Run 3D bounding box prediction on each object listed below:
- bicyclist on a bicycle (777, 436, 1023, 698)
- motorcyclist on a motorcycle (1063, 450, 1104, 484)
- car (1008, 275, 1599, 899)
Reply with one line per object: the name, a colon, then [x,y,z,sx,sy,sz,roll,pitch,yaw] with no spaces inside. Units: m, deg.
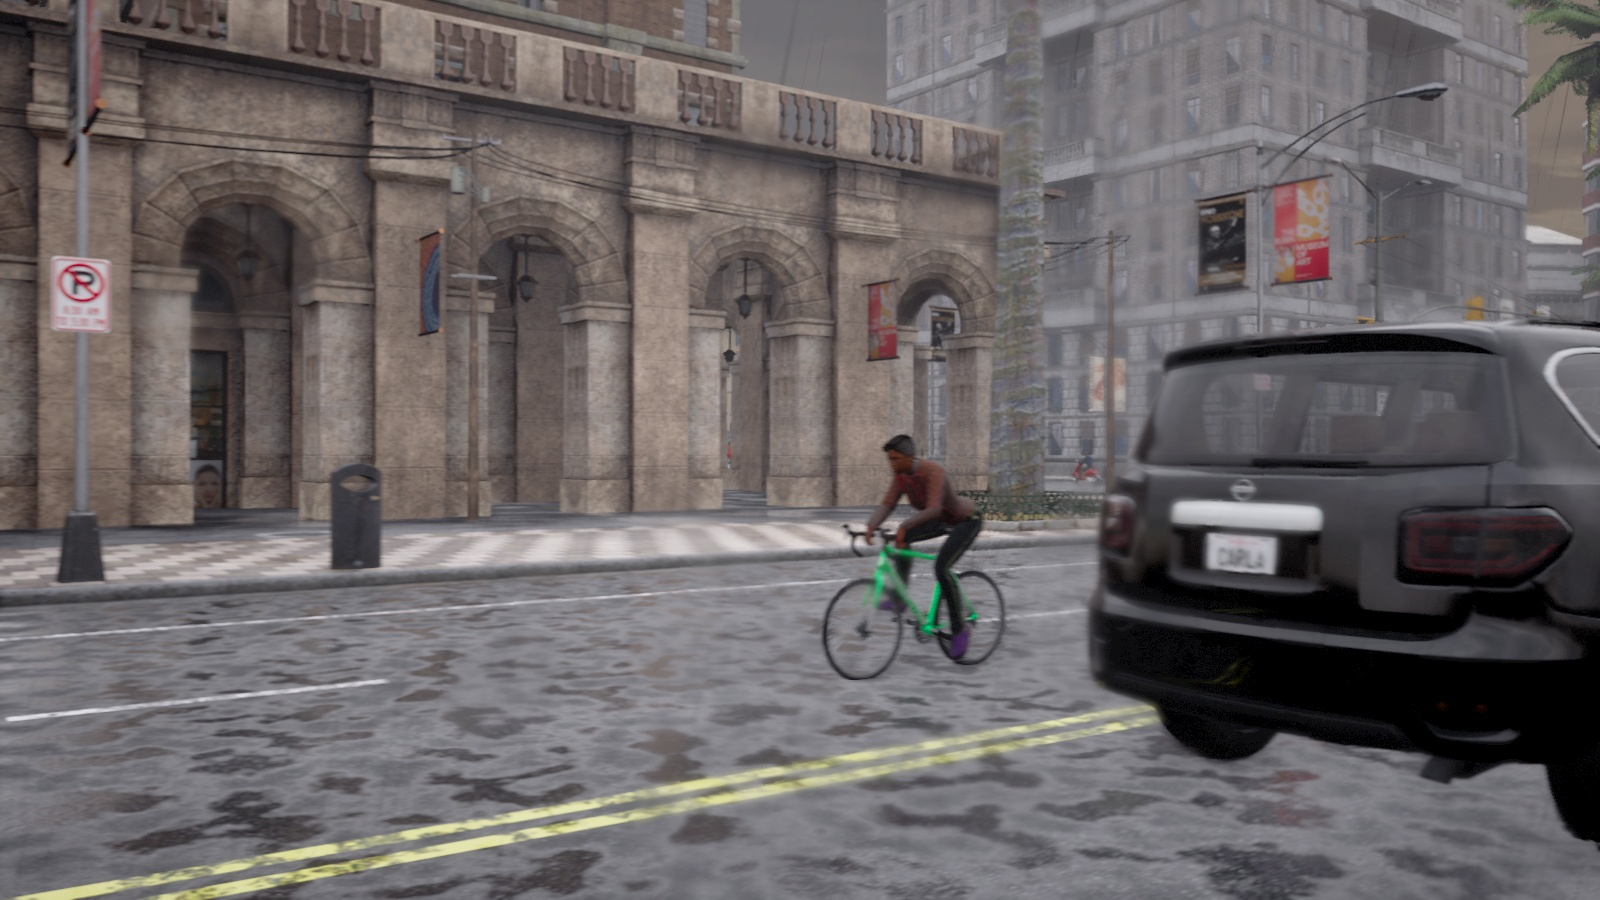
bicyclist on a bicycle: [0.698,0.717,8.472,1.656,1.620,0.582,-1,0,-36]
motorcyclist on a motorcycle: [13.809,0.821,61.141,0.866,1.590,1.817,0,0,-36]
car: [3.836,0.473,6.341,5.566,2.045,2.150,0,0,-35]
